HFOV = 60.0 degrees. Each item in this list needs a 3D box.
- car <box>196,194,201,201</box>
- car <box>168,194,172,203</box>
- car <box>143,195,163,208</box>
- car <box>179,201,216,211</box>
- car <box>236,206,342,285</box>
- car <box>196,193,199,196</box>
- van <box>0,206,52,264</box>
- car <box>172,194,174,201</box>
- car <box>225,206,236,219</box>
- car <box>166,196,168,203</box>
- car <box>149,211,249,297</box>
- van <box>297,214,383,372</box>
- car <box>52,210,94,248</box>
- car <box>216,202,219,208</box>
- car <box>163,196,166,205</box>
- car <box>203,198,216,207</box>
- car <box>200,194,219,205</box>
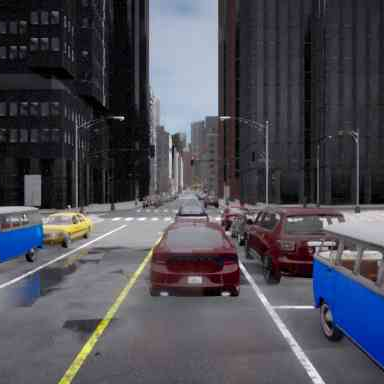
[{"bbox_3d":[2.716,1.642,87.044,1.887,1.381,4.507,0,0,0],"label":"car"},{"bbox_3d":[-5.800,1.622,70.116,1.947,1.339,4.313,0,0,0],"label":"car"},{"bbox_3d":[-5.790,1.338,47.544,2.192,1.841,5.009,0,0,0],"label":"car"},{"bbox_3d":[-0.007,1.494,19.045,2.128,1.511,4.902,0,0,0],"label":"car"},{"bbox_3d":[2.757,1.315,9.446,2.192,1.841,5.009,0,0,0],"label":"car"},{"bbox_3d":[2.714,1.677,92.689,1.947,1.339,4.313,0,0,0],"label":"car"},{"bbox_3d":[-5.773,1.341,9.455,1.690,1.788,3.998,0,0,0],"label":"van"},{"bbox_3d":[-5.803,1.593,75.589,1.752,1.417,4.829,0,0,0],"label":"car"},{"bbox_3d":[2.754,1.552,14.972,2.008,1.369,4.403,0,0,0],"label":"car"},{"bbox_3d":[-5.794,1.602,58.829,1.947,1.339,4.313,0,0,0],"label":"car"},{"bbox_3d":[0.063,1.478,8.636,1.882,1.535,5.008,0,0,0],"label":"car"},{"bbox_3d":[2.761,1.341,3.920,1.690,1.788,3.998,0,0,0],"label":"van"},{"bbox_3d":[-5.774,1.527,14.809,1.752,1.417,4.829,0,0,0],"label":"car"},{"bbox_3d":[2.750,1.548,20.497,1.887,1.381,4.507,0,0,0],"label":"car"},{"bbox_3d":[-5.793,1.344,53.187,2.192,1.841,5.009,0,0,0],"label":"car"},{"bbox_3d":[2.733,1.595,53.182,1.947,1.339,4.313,0,0,0],"label":"car"},{"bbox_3d":[2.735,1.337,47.538,2.192,1.841,5.009,0,0,0],"label":"car"}]
